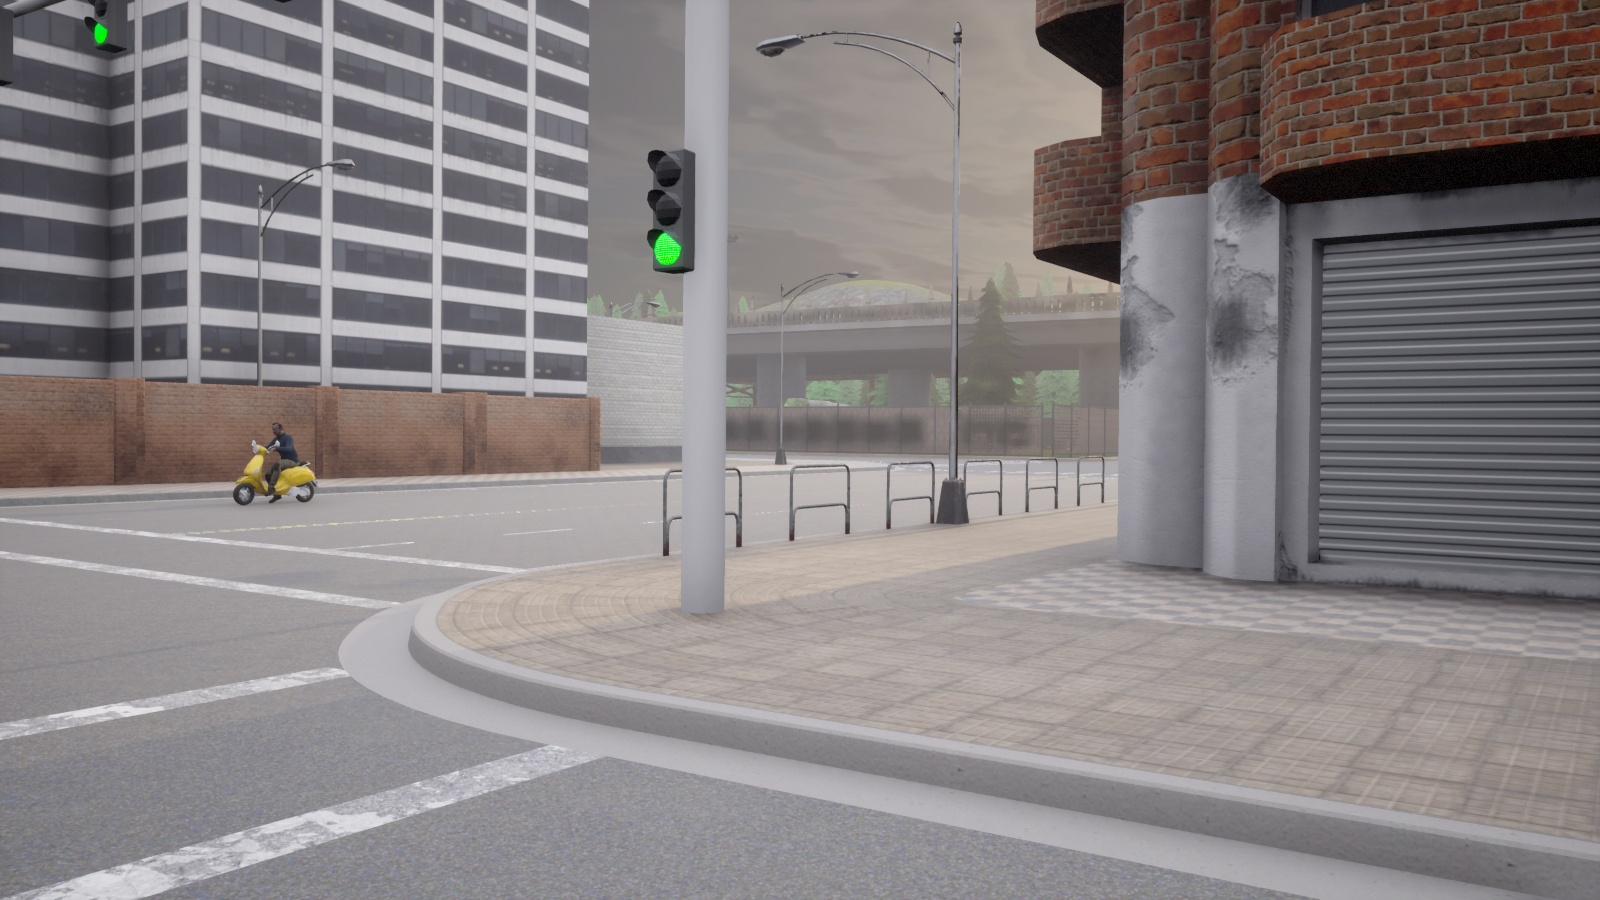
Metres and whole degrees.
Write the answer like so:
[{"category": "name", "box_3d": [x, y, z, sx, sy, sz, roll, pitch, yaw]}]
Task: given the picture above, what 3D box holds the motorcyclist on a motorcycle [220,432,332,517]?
[{"category": "motorcyclist on a motorcycle", "box_3d": [-10.189, 0.443, 24.478, 0.866, 1.590, 1.817, 0, 1, 33]}]
